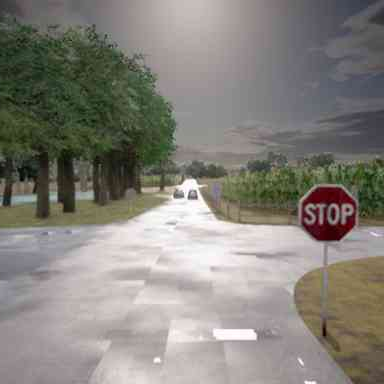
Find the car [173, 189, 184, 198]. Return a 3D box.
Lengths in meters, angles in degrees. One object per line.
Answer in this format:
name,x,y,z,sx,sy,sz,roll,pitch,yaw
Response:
car,-2.592,0.295,66.042,2.097,1.767,4.553,0,2,0

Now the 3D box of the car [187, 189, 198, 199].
car,0.147,0.640,61.841,1.994,1.385,4.181,0,2,0

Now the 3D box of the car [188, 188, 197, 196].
car,0.172,0.055,71.828,1.882,1.535,5.008,0,2,0
